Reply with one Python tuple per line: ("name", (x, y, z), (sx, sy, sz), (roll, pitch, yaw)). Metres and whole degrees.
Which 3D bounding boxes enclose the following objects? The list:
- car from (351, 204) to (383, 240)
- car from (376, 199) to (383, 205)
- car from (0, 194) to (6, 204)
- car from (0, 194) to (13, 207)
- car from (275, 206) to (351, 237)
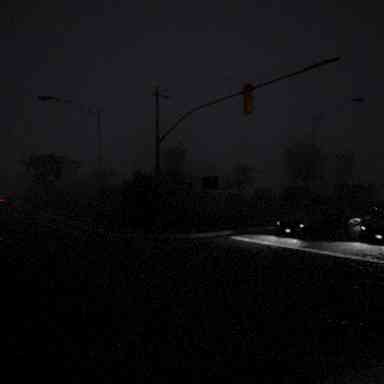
("car", (9.755, 1.425, 15.270), (5.357, 1.411, 2.033), (-1, 0, -38))
("car", (14.900, 1.035, 23.135), (5.566, 2.045, 2.150), (-1, 0, -35))
("car", (-32.242, 1.095, 55.217), (1.812, 1.442, 4.674), (-1, 1, -37))
("car", (-26.377, 1.256, 46.721), (2.128, 1.511, 4.902), (-1, 1, -33))
("car", (6.733, 1.434, 17.370), (5.357, 1.411, 2.033), (-1, 0, -35))
